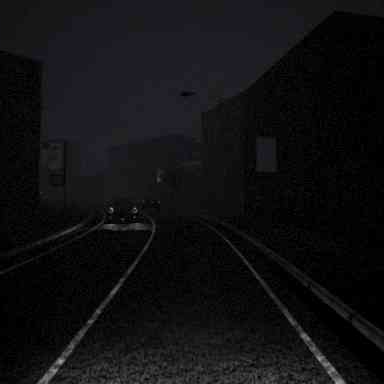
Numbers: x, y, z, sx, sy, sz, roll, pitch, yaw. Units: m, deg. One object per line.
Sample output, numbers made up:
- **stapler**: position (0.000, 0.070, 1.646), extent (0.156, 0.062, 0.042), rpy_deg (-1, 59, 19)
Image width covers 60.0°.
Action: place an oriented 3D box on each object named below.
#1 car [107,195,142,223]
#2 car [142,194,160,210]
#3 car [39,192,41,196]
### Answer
- **car**: position (-4.965, 1.192, 24.145), extent (2.097, 1.767, 4.553), rpy_deg (0, 1, -11)
- **car**: position (-5.077, 1.032, 36.930), extent (2.097, 1.767, 4.553), rpy_deg (1, 1, -23)
- **car**: position (-28.211, -0.111, 57.738), extent (4.892, 1.490, 1.837), rpy_deg (3, -1, 32)
